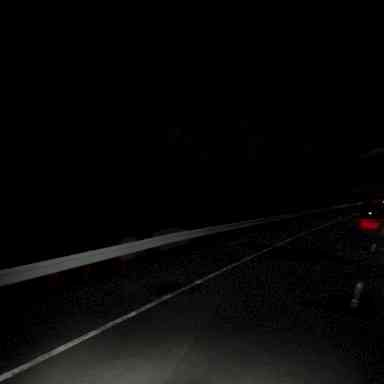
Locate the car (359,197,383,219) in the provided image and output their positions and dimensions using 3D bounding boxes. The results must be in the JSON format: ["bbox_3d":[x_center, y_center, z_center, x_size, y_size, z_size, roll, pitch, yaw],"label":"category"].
[{"bbox_3d":[16.160,1.505,29.524,1.837,1.490,4.892,0,0,35],"label":"car"}]

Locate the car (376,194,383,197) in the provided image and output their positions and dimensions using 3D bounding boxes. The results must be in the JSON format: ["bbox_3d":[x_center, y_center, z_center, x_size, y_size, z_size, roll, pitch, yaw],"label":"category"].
[{"bbox_3d":[22.247,1.221,38.042,2.150,2.045,5.566,0,0,36],"label":"car"}]
